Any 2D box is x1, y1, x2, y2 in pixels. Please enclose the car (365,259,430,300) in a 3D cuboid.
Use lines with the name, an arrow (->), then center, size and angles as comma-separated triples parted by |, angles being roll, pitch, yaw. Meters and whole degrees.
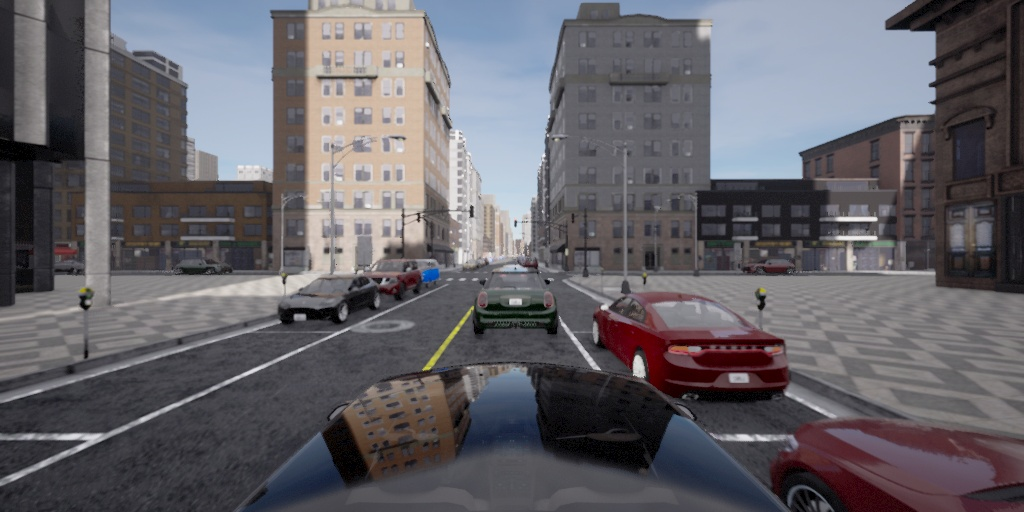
car -> -5.872, 1.075, 17.738 | 2.192, 1.841, 5.009 | 0, 0, 0

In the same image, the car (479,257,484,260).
car -> -5.908, 1.275, 56.052 | 1.948, 1.339, 4.313 | 0, 0, 0

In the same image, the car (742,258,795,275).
car -> 26.921, 1.091, 37.733 | 4.553, 1.767, 2.097 | 0, 0, 1

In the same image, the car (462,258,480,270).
car -> -5.903, 1.245, 50.227 | 1.751, 1.417, 4.829 | 0, 0, 0

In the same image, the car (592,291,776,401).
car -> 2.664, 1.298, 6.440 | 1.888, 1.381, 4.507 | 0, 0, 0

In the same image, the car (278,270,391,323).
car -> -5.867, 1.322, 12.097 | 1.948, 1.339, 4.313 | 0, 0, 0

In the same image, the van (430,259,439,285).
van -> -5.877, 1.103, 23.379 | 1.690, 1.789, 3.998 | 0, 0, 0

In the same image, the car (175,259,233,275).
car -> -30.290, 1.083, 35.362 | 4.553, 1.767, 2.097 | 0, 0, 1

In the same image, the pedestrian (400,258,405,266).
pedestrian -> -12.588, 0.872, 41.339 | 0.375, 1.860, 0.375 | 0, 0, 1

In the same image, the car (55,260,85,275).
car -> -47.589, 1.208, 38.756 | 4.902, 1.511, 2.128 | 0, 0, 1

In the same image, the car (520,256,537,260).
car -> 2.623, 1.035, 50.377 | 2.192, 1.841, 5.009 | 0, 0, 0

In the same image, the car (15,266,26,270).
car -> -51.602, 1.233, 35.756 | 4.674, 1.442, 1.812 | 0, 0, 1

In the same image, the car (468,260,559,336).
car -> 0.088, 1.108, 10.591 | 2.097, 1.767, 4.553 | 0, 0, 0

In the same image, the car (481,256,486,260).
car -> -5.913, 1.223, 61.537 | 1.751, 1.417, 4.829 | 0, 0, 0

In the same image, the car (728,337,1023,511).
car -> 2.669, 1.331, 0.801 | 1.802, 1.307, 4.207 | 0, 0, 0
